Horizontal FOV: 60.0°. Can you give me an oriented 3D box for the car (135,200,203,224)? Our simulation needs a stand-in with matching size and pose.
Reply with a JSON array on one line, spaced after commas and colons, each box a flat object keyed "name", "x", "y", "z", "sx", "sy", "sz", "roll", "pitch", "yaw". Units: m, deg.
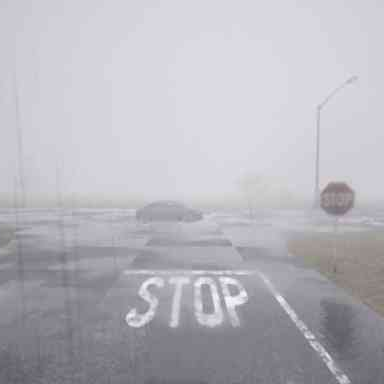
[{"name": "car", "x": -1.410, "y": 1.198, "z": 20.628, "sx": 4.181, "sy": 1.385, "sz": 1.994, "roll": 0, "pitch": 1, "yaw": 0}]
